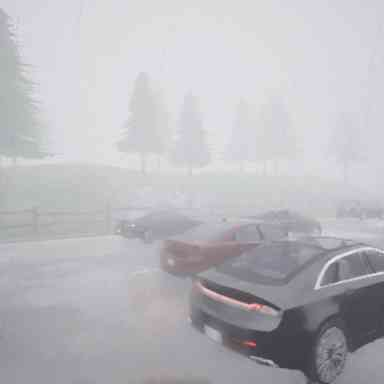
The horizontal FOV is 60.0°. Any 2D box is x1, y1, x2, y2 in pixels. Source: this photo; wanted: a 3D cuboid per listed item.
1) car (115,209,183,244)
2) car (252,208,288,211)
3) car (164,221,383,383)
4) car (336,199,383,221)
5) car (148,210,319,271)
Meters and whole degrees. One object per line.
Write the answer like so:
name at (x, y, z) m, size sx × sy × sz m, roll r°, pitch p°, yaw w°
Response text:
car at (-1.281, 1.515, 15.760) m, size 4.674 × 1.442 × 1.812 m, roll 0°, pitch 0°, yaw -36°
car at (3.921, 1.491, 15.154) m, size 4.892 × 1.490 × 1.837 m, roll -1°, pitch 0°, yaw -35°
car at (2.242, 1.486, 5.396) m, size 4.902 × 1.511 × 2.128 m, roll 0°, pitch 0°, yaw -35°
car at (13.393, 1.317, 26.213) m, size 4.553 × 1.767 × 2.097 m, roll 0°, pitch 0°, yaw -35°
car at (1.534, 1.469, 9.179) m, size 5.008 × 1.535 × 1.882 m, roll 0°, pitch 0°, yaw -35°
